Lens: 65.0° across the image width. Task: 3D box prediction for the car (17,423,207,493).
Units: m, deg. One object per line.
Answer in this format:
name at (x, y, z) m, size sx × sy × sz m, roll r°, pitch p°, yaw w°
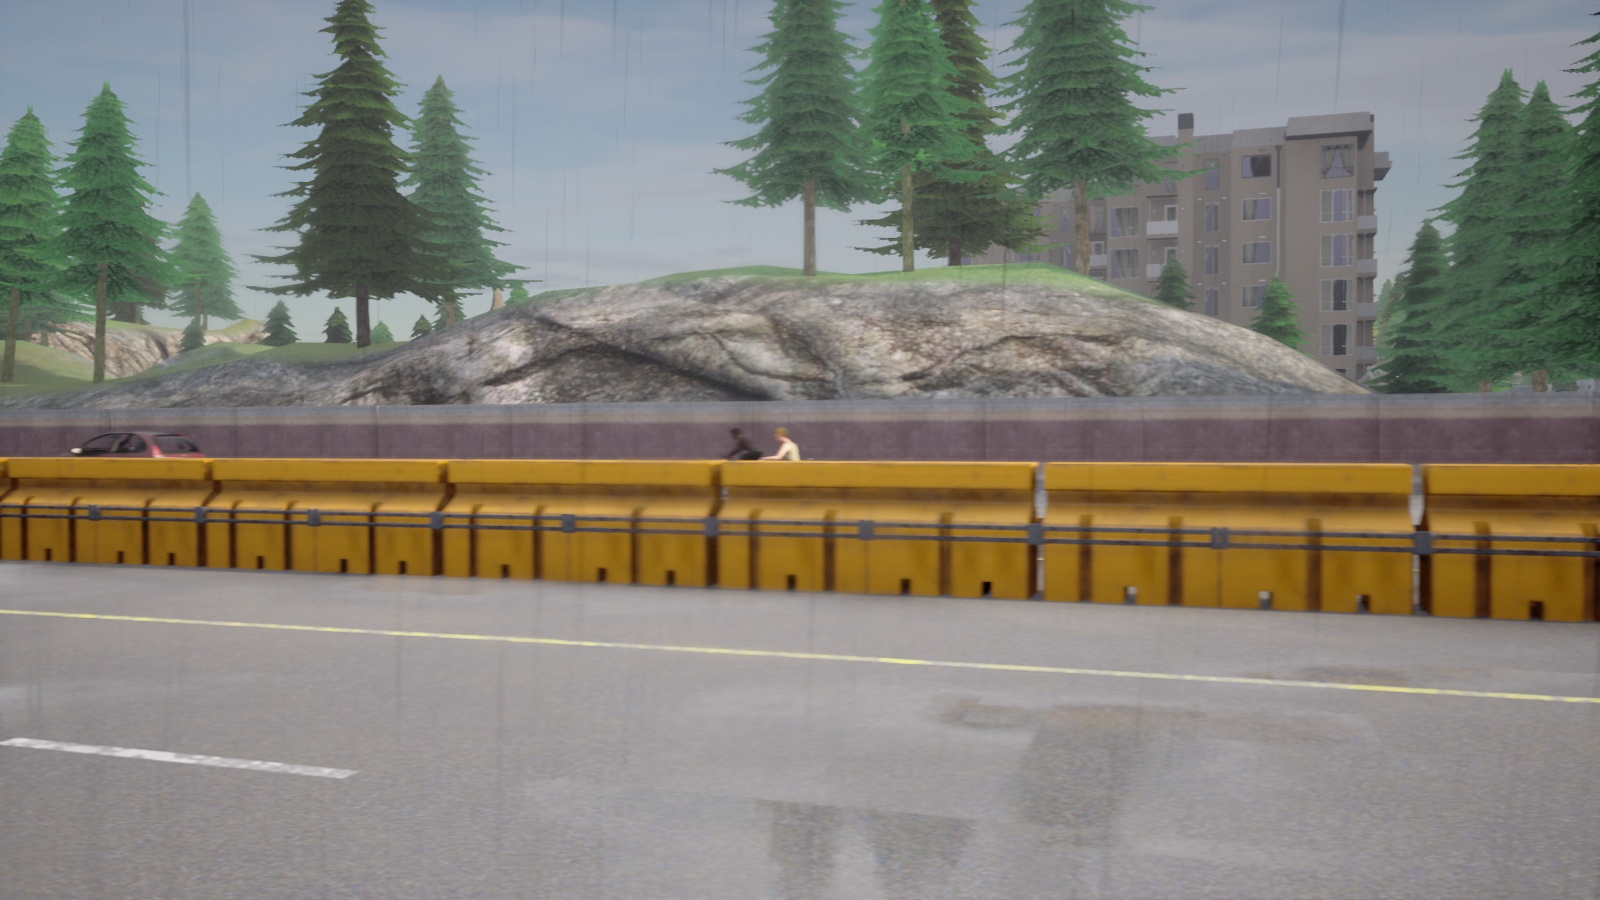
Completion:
car at (-16.856, 0.167, 30.799) m, size 3.988 × 1.617 × 1.851 m, roll 1°, pitch 1°, yaw 18°
